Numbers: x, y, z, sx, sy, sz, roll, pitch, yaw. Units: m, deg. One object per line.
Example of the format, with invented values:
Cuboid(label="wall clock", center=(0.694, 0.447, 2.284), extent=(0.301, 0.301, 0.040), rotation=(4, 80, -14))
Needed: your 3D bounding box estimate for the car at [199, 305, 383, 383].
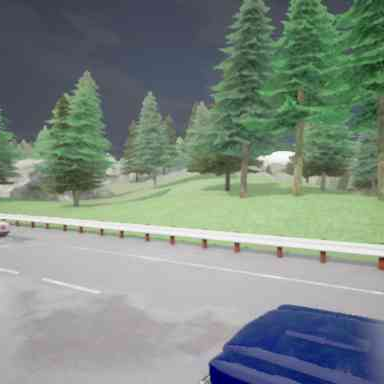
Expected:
Cuboid(label="car", center=(2.395, 1.605, 2.237), extent=(4.718, 1.301, 1.895), rotation=(0, 0, 35))

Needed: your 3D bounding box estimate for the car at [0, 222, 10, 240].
Cuboid(label="car", center=(-10.074, 1.509, 14.422), extent=(4.718, 1.301, 1.895), rotation=(0, 0, 31))
